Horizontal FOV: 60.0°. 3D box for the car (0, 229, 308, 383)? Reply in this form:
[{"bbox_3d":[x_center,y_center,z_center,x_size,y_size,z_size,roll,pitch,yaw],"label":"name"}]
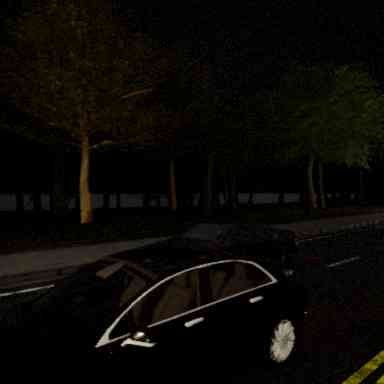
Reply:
[{"bbox_3d":[-0.495,1.491,3.976,4.892,1.490,1.837,0,0,-41],"label":"car"}]

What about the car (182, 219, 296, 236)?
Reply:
[{"bbox_3d":[0.968,1.512,9.506,5.357,1.411,2.033,0,0,-41],"label":"car"}]
